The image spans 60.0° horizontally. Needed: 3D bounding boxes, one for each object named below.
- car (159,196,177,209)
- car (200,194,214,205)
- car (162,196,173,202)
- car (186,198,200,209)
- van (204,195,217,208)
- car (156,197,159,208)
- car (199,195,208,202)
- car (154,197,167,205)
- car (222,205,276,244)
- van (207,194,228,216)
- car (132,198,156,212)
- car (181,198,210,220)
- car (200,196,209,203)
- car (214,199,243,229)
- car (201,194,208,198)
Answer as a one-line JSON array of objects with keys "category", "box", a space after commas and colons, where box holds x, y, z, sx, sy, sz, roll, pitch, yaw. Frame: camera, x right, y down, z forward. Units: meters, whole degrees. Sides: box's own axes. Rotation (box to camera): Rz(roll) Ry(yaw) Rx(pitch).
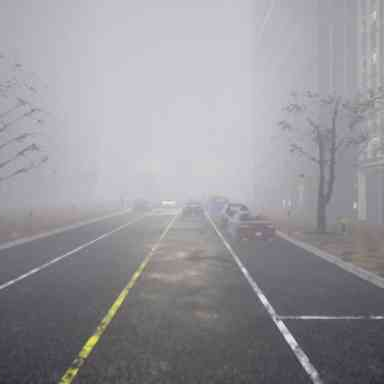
[{"category": "car", "box": [-3.075, 1.546, 45.592, 1.812, 1.442, 4.674, 0, 0, 0]}, {"category": "car", "box": [2.690, 1.339, 60.822, 2.192, 1.841, 5.009, 1, 0, 0]}, {"category": "car", "box": [-5.696, 1.577, 77.726, 2.008, 1.369, 4.403, 1, 0, 0]}, {"category": "car", "box": [0.074, 1.546, 46.103, 1.812, 1.442, 4.674, 0, 0, 0]}, {"category": "van", "box": [2.692, 1.362, 49.540, 1.690, 1.788, 3.998, 1, 0, 0]}, {"category": "car", "box": [-5.691, 1.572, 49.512, 2.008, 1.369, 4.403, 1, 0, 0]}, {"category": "car", "box": [2.685, 1.551, 77.916, 1.752, 1.417, 4.829, 1, 0, 0]}, {"category": "car", "box": [-5.693, 1.575, 60.797, 2.008, 1.369, 4.403, 1, 0, 0]}, {"category": "car", "box": [2.695, 1.553, 15.691, 1.887, 1.381, 4.507, 0, 0, 0]}, {"category": "van", "box": [2.694, 1.358, 32.615, 1.690, 1.788, 3.998, 1, 0, 0]}, {"category": "car", "box": [-5.688, 1.459, 38.227, 1.967, 1.590, 4.097, 1, 0, 0]}, {"category": "car", "box": [0.094, 1.506, 28.002, 2.128, 1.511, 4.902, 0, 0, 0]}, {"category": "car", "box": [2.685, 1.607, 72.105, 1.802, 1.307, 4.206, 1, 0, 0]}, {"category": "car", "box": [2.695, 1.451, 21.332, 1.967, 1.590, 4.097, 0, 0, 0]}, {"category": "car", "box": [2.693, 1.335, 43.898, 2.192, 1.841, 5.009, 1, 0, 0]}]
